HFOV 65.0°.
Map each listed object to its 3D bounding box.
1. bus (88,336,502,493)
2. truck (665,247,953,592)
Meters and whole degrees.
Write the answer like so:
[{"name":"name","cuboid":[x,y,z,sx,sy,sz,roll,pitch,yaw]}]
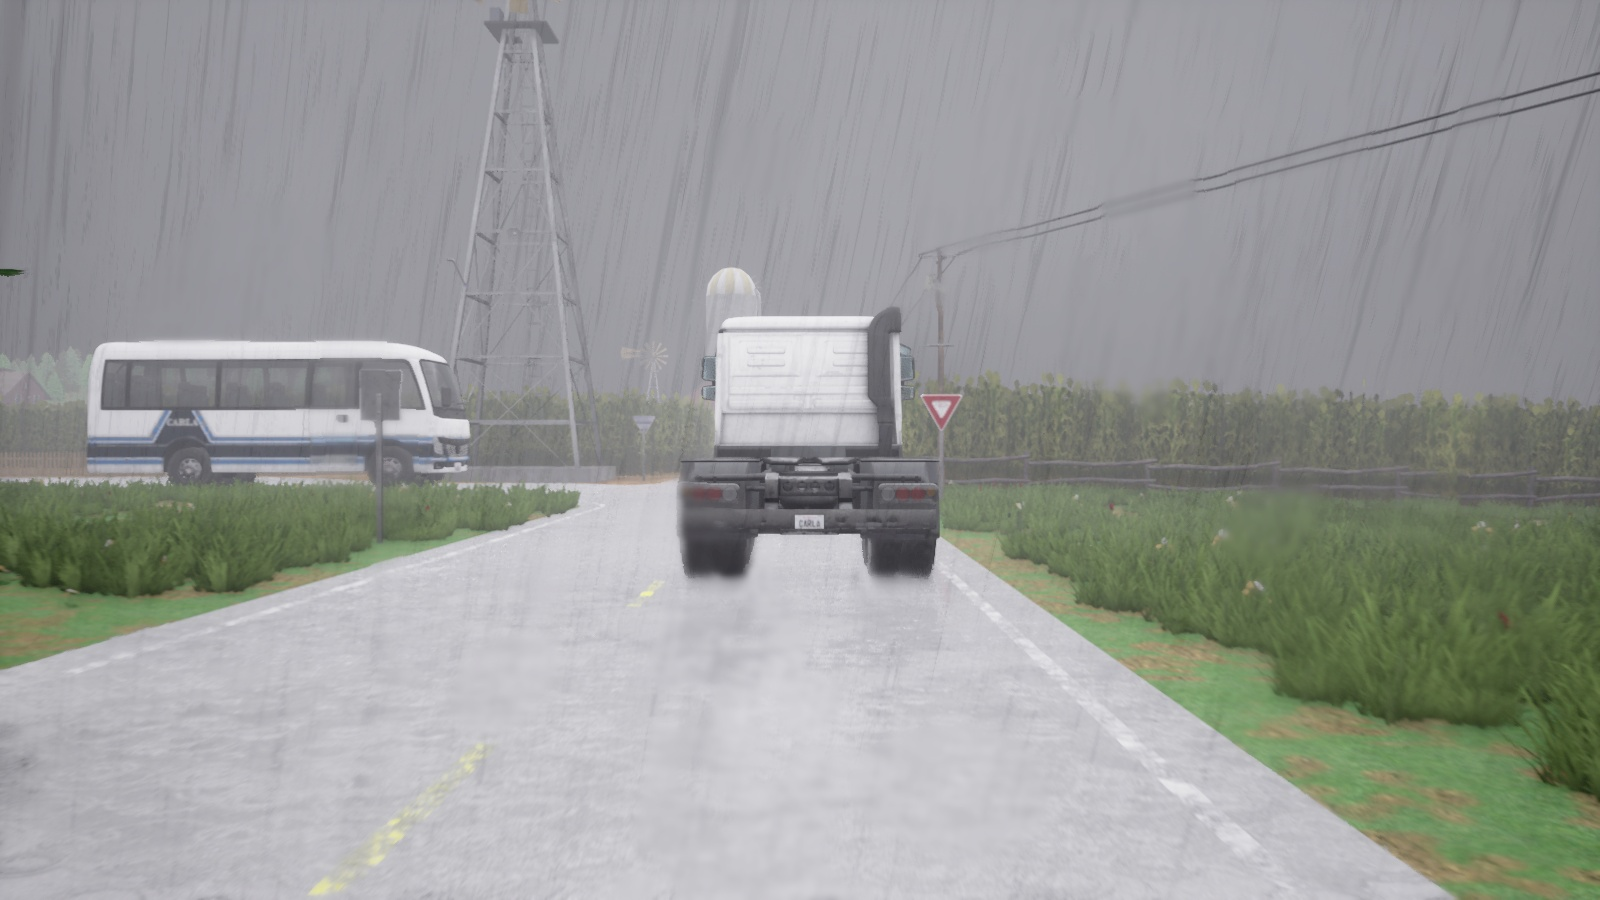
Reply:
[{"name":"bus","cuboid":[-14.177,-0.984,36.035,10.273,4.253,3.944,0,0,1]},{"name":"truck","cuboid":[0.112,-0.329,16.589,2.891,3.462,7.936,0,0,0]}]
